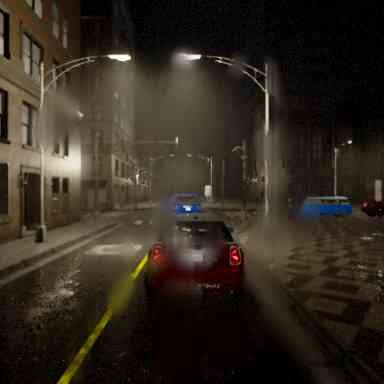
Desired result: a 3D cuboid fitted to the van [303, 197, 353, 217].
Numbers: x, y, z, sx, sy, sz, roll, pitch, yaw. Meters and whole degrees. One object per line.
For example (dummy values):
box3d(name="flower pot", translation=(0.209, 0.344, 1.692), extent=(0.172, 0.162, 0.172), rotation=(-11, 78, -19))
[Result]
box3d(name="van", translation=(11.634, 1.312, 28.564), extent=(3.998, 1.788, 1.690), rotation=(0, 0, -1))

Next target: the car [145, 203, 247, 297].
box3d(name="car", translation=(0.073, 1.333, 8.713), extent=(2.097, 1.767, 4.553), rotation=(0, 0, 0))

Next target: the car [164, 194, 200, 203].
box3d(name="car", translation=(-0.728, 1.170, 24.114), extent=(2.150, 2.045, 5.566), rotation=(0, 0, -10))

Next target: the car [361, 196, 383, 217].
box3d(name="car", translation=(17.274, 1.285, 28.668), extent=(5.009, 1.841, 2.192), rotation=(0, 0, -1))
